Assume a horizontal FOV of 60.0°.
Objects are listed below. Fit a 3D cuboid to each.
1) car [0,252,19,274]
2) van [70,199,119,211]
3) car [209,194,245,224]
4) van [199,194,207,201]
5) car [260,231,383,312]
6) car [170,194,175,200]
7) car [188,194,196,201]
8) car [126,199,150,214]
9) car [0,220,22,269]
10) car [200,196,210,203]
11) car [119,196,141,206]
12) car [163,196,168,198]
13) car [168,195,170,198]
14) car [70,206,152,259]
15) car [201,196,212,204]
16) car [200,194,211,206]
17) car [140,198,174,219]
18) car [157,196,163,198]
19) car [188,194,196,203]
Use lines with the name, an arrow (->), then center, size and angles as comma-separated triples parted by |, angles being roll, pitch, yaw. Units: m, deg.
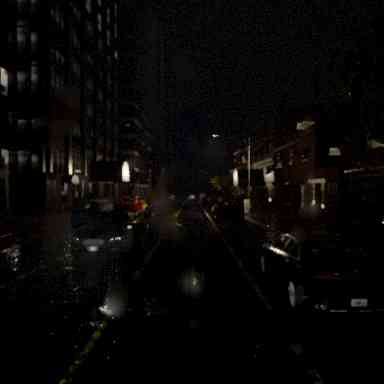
car -> -3.090, 1.506, 1.661 | 1.837, 1.490, 4.892 | 0, 0, 0
van -> -5.700, 1.333, 19.358 | 1.690, 1.788, 3.998 | -1, 0, 0
car -> 2.680, 1.305, 24.881 | 2.192, 1.841, 5.009 | -1, 0, 0
van -> 2.691, 1.306, 80.226 | 1.690, 1.788, 3.998 | -1, 0, 0
car -> 2.693, 1.548, 7.542 | 2.008, 1.369, 4.403 | -1, 0, 0
car -> -5.686, 1.400, 91.311 | 1.967, 1.590, 4.097 | -1, 0, 0
car -> 0.016, 1.294, 80.693 | 1.837, 1.490, 4.892 | 0, 0, 0
car -> -5.694, 1.510, 35.793 | 1.752, 1.417, 4.829 | -1, 0, 0
car -> -5.713, 1.437, 7.560 | 1.967, 1.590, 4.097 | -1, 0, 0
car -> 2.693, 1.552, 69.157 | 1.802, 1.307, 4.206 | -1, 0, 0
car -> -5.698, 1.302, 30.427 | 2.192, 1.841, 5.009 | -1, 0, 0
car -> -5.691, 1.500, 57.932 | 1.752, 1.417, 4.829 | -1, 0, 0
car -> -5.689, 1.498, 63.466 | 1.752, 1.417, 4.829 | -1, 0, 0
car -> -3.041, 1.487, 12.729 | 2.128, 1.511, 4.902 | 0, 0, 1
car -> 2.691, 1.538, 63.623 | 1.947, 1.339, 4.313 | -1, 0, 0
car -> 2.686, 1.293, 52.554 | 2.192, 1.841, 5.009 | -1, 0, 0
car -> -3.013, 1.535, 29.715 | 2.033, 1.411, 5.357 | 0, 0, 1
car -> -5.692, 1.524, 47.032 | 1.887, 1.381, 4.507 | -1, 0, 0
car -> 0.014, 1.495, 70.408 | 2.033, 1.411, 5.357 | 0, 0, 0
